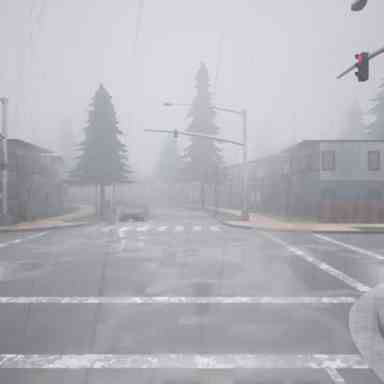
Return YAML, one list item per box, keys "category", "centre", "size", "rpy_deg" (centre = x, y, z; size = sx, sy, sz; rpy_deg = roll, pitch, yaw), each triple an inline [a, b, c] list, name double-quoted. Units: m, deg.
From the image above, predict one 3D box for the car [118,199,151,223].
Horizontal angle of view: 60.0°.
- category: "car"
  centre: [-4.200, 1.515, 25.107]
  size: [2.033, 1.411, 5.357]
  rpy_deg: [0, 0, -1]

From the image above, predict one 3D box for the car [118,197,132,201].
- category: "car"
  centre: [-9.812, 1.521, 49.940]
  size: [1.837, 1.490, 4.892]
  rpy_deg: [2, 0, -25]

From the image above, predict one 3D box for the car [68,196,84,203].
- category: "car"
  centre: [-24.451, 1.552, 69.938]
  size: [1.895, 1.301, 4.718]
  rpy_deg: [0, 0, -45]
